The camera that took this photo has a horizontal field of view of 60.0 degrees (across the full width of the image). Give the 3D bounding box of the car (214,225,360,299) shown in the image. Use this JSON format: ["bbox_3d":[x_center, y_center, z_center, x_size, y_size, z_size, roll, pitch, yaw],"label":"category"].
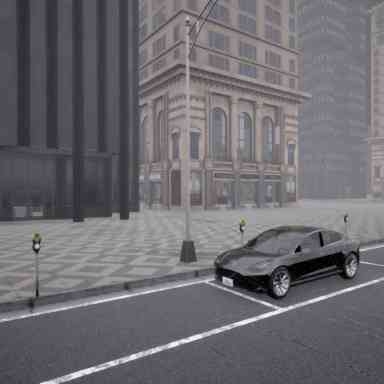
[{"bbox_3d":[2.546,1.565,8.452,4.313,1.339,1.947,0,0,-35],"label":"car"}]
